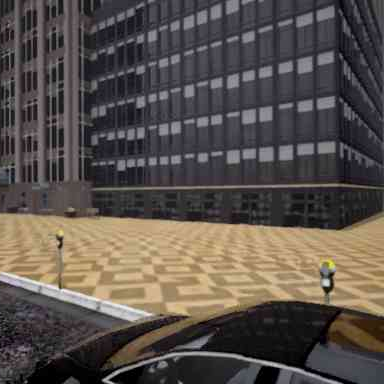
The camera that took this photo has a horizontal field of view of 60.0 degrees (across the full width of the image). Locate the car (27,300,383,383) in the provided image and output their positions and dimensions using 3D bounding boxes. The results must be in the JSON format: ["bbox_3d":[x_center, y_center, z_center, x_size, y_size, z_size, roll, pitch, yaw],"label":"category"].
[{"bbox_3d":[0.542,1.569,2.492,4.313,1.339,1.947,0,0,35],"label":"car"}]
